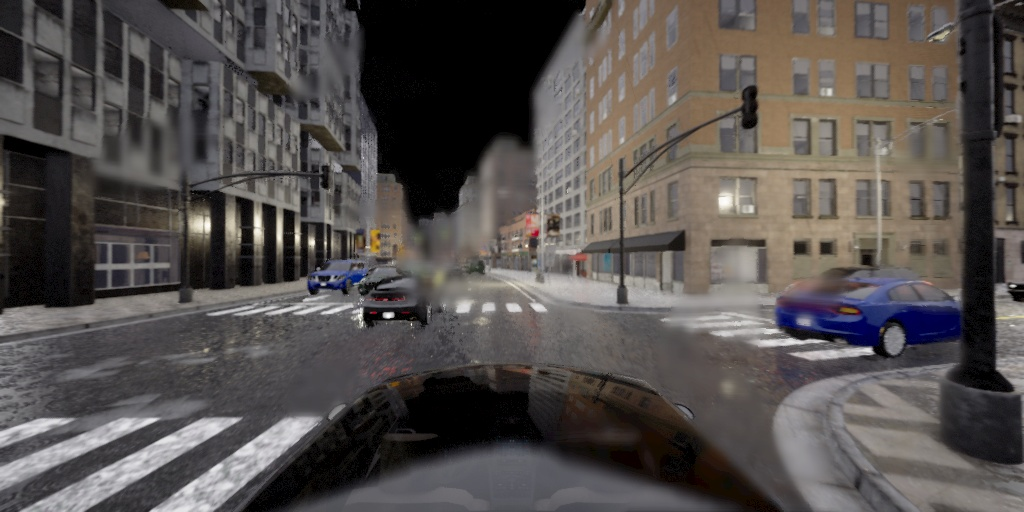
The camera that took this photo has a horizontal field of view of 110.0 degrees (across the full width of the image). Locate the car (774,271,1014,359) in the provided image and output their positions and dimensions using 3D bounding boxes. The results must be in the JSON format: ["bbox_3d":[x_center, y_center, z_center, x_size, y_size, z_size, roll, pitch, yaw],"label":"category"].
[{"bbox_3d":[8.611,1.251,8.322,5.008,1.535,1.882,0,-1,-16],"label":"car"}]

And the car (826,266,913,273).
[{"bbox_3d":[11.803,1.139,12.292,4.553,1.767,2.097,0,0,-14],"label":"car"}]

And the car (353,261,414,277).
[{"bbox_3d":[-7.510,1.383,21.509,2.097,1.767,4.553,0,-1,-5],"label":"car"}]

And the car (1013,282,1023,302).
[{"bbox_3d":[23.689,1.355,15.151,4.718,1.301,1.895,0,0,-14],"label":"car"}]

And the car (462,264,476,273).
[{"bbox_3d":[-7.547,2.099,62.164,1.837,1.490,4.892,0,-1,-13],"label":"car"}]

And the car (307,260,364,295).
[{"bbox_3d":[-10.892,1.282,22.968,2.150,2.045,5.566,0,-1,-5],"label":"car"}]

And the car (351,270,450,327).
[{"bbox_3d":[-3.461,1.401,12.210,1.837,1.490,4.892,0,-1,-2],"label":"car"}]

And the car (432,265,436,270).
[{"bbox_3d":[-11.067,1.889,47.360,2.128,1.511,4.902,0,-1,-11],"label":"car"}]

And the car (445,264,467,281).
[{"bbox_3d":[-5.727,1.729,36.253,1.837,1.490,4.892,0,-1,-8],"label":"car"}]

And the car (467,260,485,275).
[{"bbox_3d":[-5.214,1.660,51.830,2.150,2.045,5.566,0,-1,-13],"label":"car"}]

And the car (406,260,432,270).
[{"bbox_3d":[-8.526,1.388,31.227,2.150,2.045,5.566,0,-1,-7],"label":"car"}]
